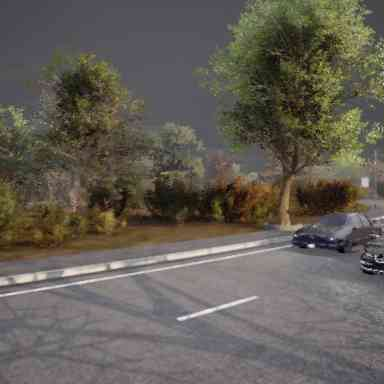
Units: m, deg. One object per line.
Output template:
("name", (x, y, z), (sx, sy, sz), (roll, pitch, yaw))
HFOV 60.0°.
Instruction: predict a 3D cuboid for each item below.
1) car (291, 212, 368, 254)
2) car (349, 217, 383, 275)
("car", (6.304, 1.581, 13.955), (5.357, 1.411, 2.033), (0, 0, -43))
("car", (6.576, 1.527, 9.564), (4.892, 1.490, 1.837), (0, 0, -42))
